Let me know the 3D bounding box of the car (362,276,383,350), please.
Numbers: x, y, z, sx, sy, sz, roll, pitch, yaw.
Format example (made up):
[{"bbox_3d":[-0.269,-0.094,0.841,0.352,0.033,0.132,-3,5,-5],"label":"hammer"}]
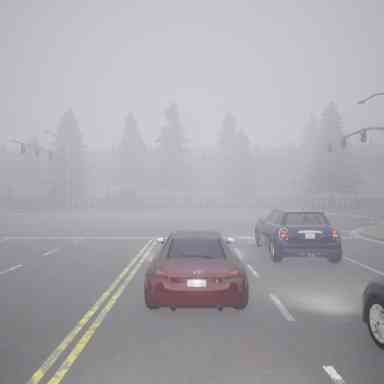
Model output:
[{"bbox_3d":[3.592,1.505,3.315,1.837,1.490,4.892,0,0,0],"label":"car"}]

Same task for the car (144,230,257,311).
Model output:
[{"bbox_3d":[0.081,1.564,7.829,1.994,1.385,4.181,0,0,0],"label":"car"}]

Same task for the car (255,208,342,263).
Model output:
[{"bbox_3d":[3.638,1.352,12.187,2.097,1.767,4.553,0,0,2],"label":"car"}]
